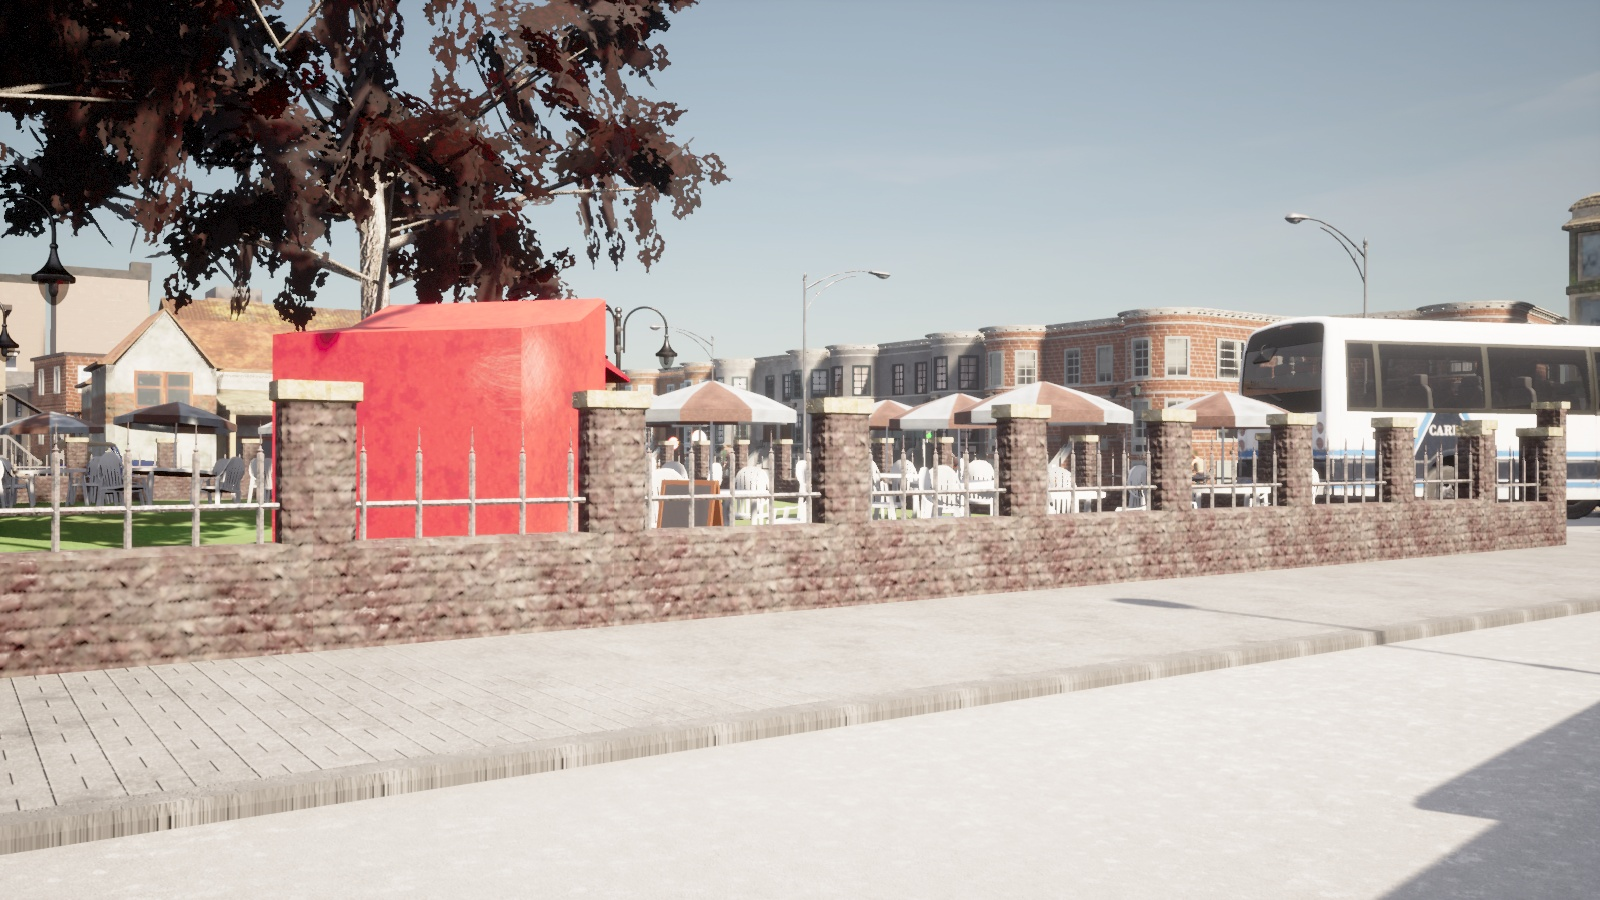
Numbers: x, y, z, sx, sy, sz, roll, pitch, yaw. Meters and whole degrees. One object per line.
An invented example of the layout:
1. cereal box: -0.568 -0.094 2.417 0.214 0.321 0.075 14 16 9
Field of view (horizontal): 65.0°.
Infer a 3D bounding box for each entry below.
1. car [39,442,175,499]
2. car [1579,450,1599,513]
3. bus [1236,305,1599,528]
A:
1. car: -23.669 0.694 42.925 3.866 1.878 1.905 0 0 -35
2. car: 20.373 0.737 28.279 1.812 1.442 4.674 -3 1 -19
3. bus: 15.094 -0.617 27.002 10.273 4.253 3.944 0 -1 -13
